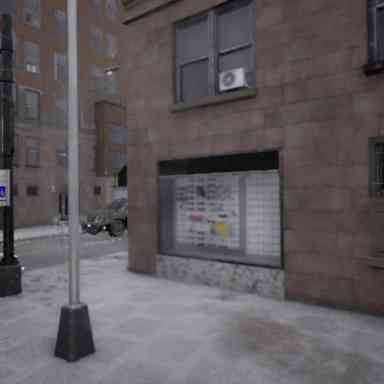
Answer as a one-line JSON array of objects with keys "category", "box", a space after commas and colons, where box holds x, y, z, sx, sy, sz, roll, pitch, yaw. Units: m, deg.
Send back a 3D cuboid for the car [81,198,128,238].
[{"category": "car", "box": [-3.761, 1.398, 19.560, 2.150, 2.045, 5.566, -1, -1, 35]}]
